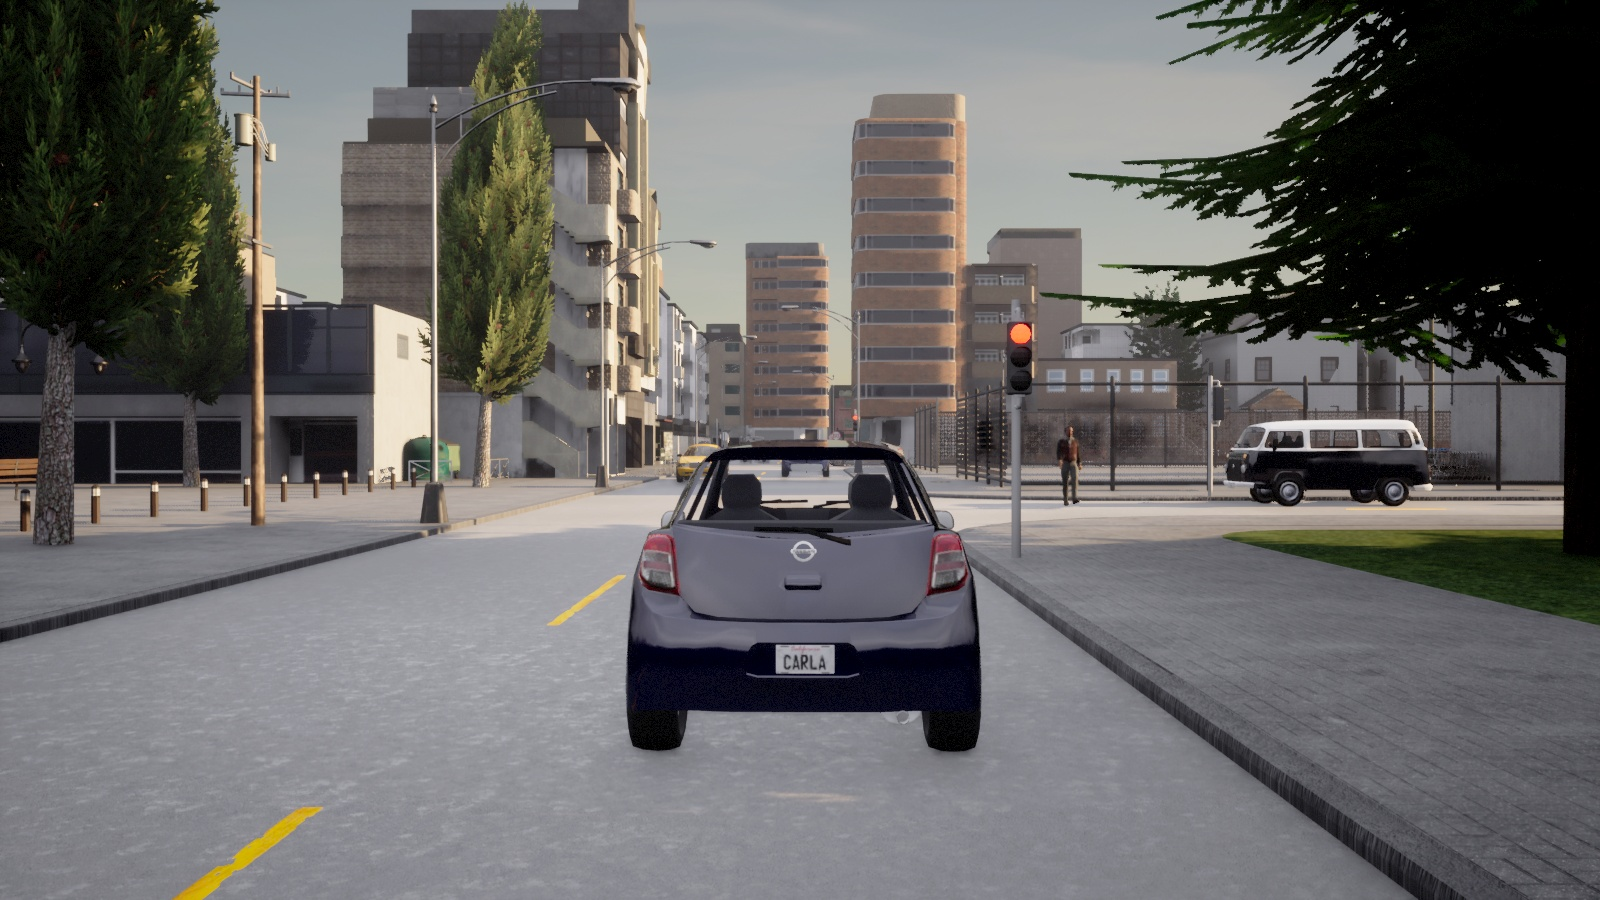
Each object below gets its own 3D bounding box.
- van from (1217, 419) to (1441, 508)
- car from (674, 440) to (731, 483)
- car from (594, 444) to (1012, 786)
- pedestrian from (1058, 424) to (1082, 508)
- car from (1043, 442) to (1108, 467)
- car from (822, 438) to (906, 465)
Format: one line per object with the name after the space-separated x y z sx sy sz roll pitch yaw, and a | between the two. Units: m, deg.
12.550 0.311 30.034 4.480 2.038 2.069 0 0 0 | van
-3.769 0.404 49.318 1.801 1.575 5.366 0 0 0 | car
0.036 0.719 7.361 1.845 1.501 3.633 0 0 1 | car
6.066 0.353 28.229 0.376 1.854 0.720 0 0 0 | pedestrian
17.367 0.291 79.324 3.705 1.549 1.789 0 0 0 | car
3.976 0.083 78.983 5.027 1.651 2.152 0 0 -5 | car
